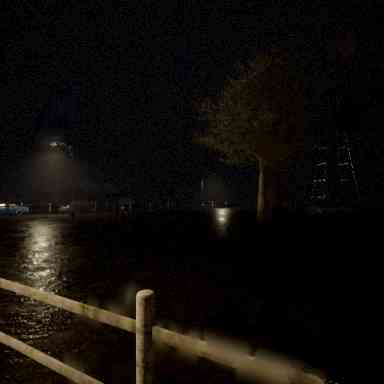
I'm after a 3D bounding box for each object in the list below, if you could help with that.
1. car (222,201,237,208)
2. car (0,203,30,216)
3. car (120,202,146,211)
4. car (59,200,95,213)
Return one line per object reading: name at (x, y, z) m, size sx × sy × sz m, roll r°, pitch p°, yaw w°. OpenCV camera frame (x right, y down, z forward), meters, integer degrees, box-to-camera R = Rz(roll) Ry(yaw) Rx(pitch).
car at (7.688, 2.627, 69.501) m, size 1.994 × 1.385 × 4.181 m, roll -2°, pitch -2°, yaw 36°
car at (-20.707, 1.951, 36.325) m, size 2.033 × 1.411 × 5.357 m, roll -2°, pitch -2°, yaw 35°
car at (-9.233, 2.259, 52.274) m, size 1.812 × 1.442 × 4.674 m, roll -2°, pitch -2°, yaw 36°
car at (-15.169, 1.912, 44.032) m, size 2.097 × 1.767 × 4.553 m, roll -2°, pitch -2°, yaw 36°
